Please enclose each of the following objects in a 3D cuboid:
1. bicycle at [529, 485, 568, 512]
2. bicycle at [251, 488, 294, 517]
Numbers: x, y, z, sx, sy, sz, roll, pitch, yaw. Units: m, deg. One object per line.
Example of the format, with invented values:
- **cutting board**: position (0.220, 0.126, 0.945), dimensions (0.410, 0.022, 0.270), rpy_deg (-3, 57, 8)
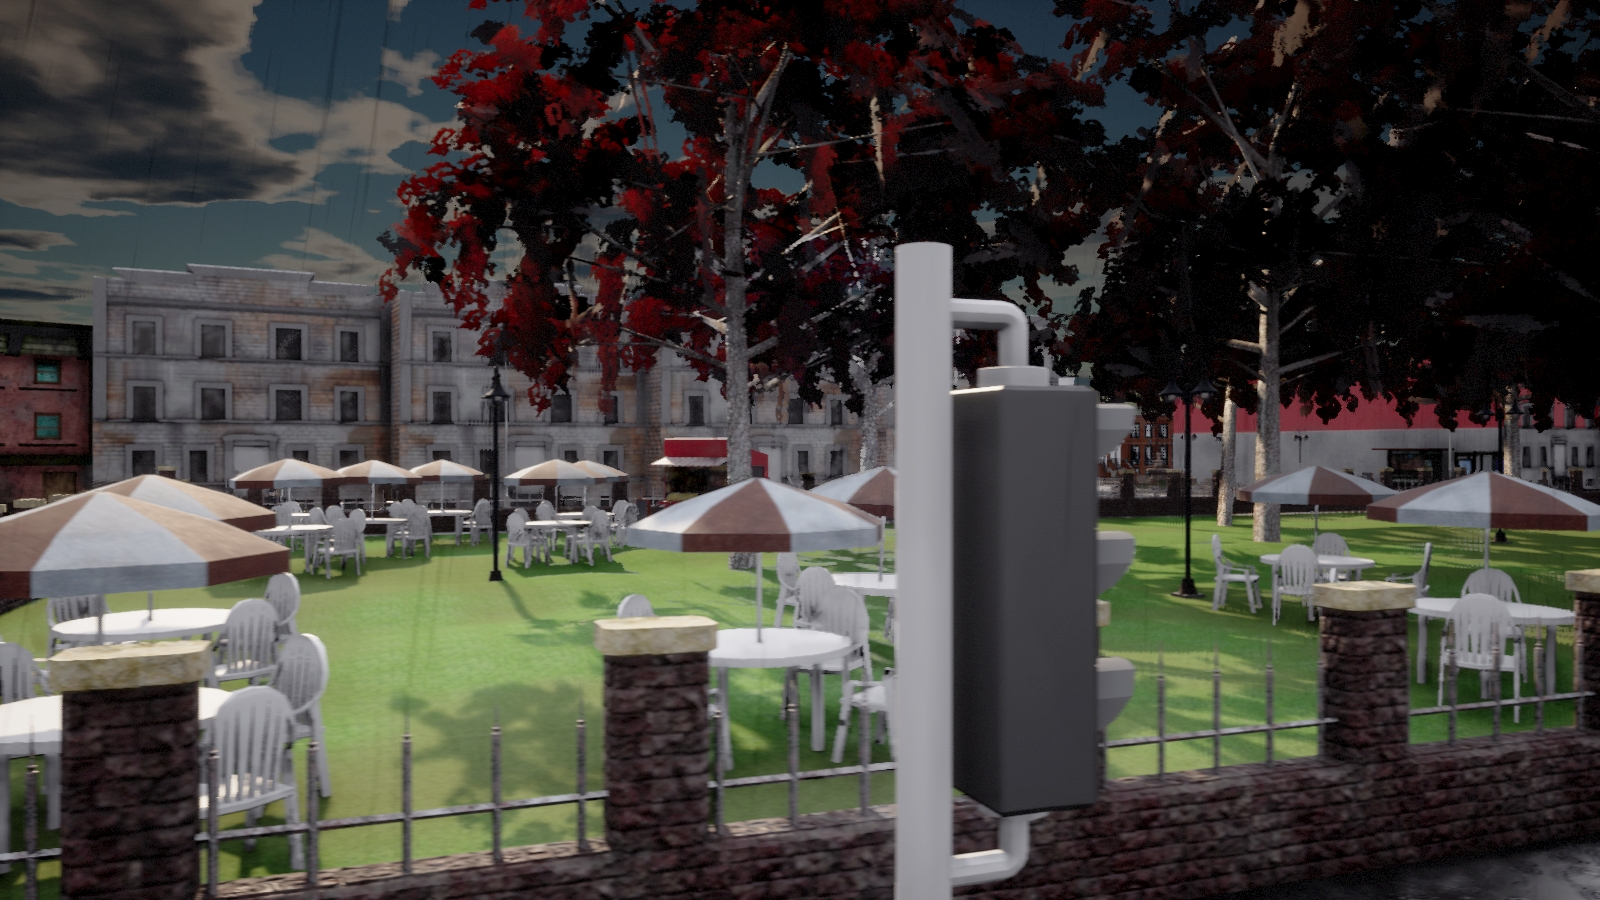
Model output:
- **bicycle**: position (-10.594, 2.036, 48.112), dimensions (1.487, 1.080, 0.859), rpy_deg (0, 0, -20)
- **bicycle**: position (-20.523, 2.037, 44.478), dimensions (1.487, 1.080, 0.859), rpy_deg (0, 0, -21)
